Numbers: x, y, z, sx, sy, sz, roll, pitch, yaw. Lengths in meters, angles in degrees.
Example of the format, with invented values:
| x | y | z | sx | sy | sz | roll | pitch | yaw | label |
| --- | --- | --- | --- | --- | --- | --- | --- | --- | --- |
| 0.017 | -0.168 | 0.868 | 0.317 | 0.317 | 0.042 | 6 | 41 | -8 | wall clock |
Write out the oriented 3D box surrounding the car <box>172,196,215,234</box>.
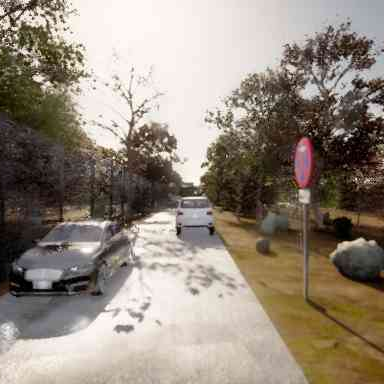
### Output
| x | y | z | sx | sy | sz | roll | pitch | yaw | label |
| --- | --- | --- | --- | --- | --- | --- | --- | --- | --- |
| 0.158 | 1.320 | 20.220 | 2.150 | 2.045 | 5.566 | -1 | 0 | 0 | car |

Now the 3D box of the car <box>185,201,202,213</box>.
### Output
| x | y | z | sx | sy | sz | roll | pitch | yaw | label |
| --- | --- | --- | --- | --- | --- | --- | --- | --- | --- |
| 0.226 | 1.860 | 42.386 | 2.033 | 1.411 | 5.357 | 0 | -1 | 0 | car |

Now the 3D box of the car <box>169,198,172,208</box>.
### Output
| x | y | z | sx | sy | sz | roll | pitch | yaw | label |
| --- | --- | --- | --- | --- | --- | --- | --- | --- | --- |
| -2.533 | 1.652 | 55.665 | 2.150 | 2.045 | 5.566 | 0 | -1 | 0 | car |

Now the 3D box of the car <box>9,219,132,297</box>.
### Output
| x | y | z | sx | sy | sz | roll | pitch | yaw | label |
| --- | --- | --- | --- | --- | --- | --- | --- | --- | --- |
| -2.843 | 1.514 | 8.782 | 2.128 | 1.511 | 4.902 | 0 | 0 | 0 | car |
